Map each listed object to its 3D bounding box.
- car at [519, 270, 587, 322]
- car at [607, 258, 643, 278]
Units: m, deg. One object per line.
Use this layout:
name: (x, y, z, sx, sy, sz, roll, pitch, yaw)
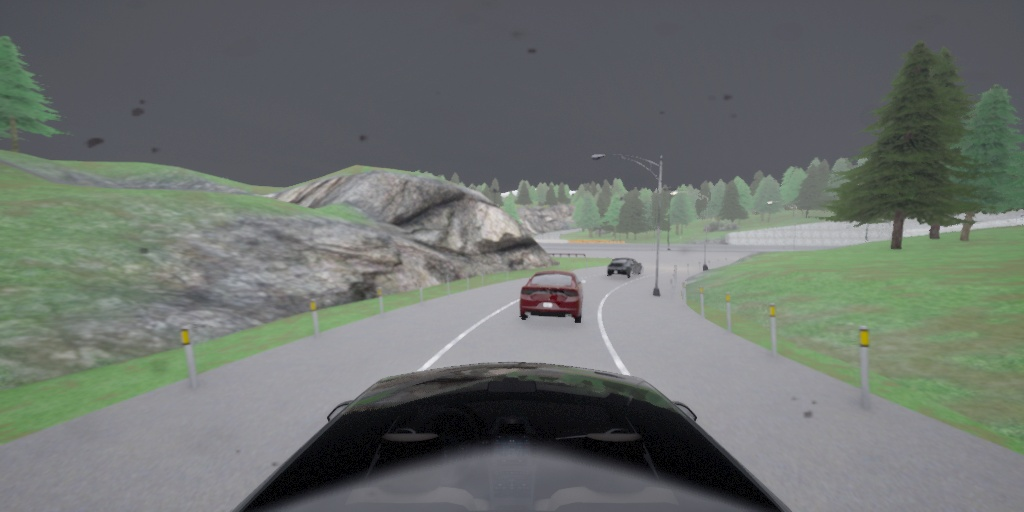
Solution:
car: (1.538, 1.236, 12.578, 1.882, 1.535, 5.008, 1, 0, 12)
car: (9.418, 0.904, 29.704, 1.837, 1.490, 4.892, 3, 4, 35)
